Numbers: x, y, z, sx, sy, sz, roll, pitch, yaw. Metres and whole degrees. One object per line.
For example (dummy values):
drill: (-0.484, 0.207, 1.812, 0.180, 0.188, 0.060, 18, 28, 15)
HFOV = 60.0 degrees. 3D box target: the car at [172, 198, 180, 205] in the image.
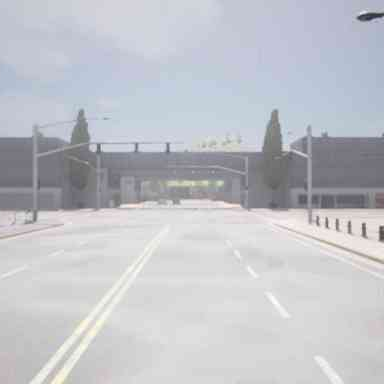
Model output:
car: (-3.949, 2.328, 82.458, 1.837, 1.490, 4.892, 0, -1, 0)

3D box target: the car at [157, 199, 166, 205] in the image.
car: (-7.449, 2.353, 82.483, 1.812, 1.442, 4.674, 0, -1, 0)
